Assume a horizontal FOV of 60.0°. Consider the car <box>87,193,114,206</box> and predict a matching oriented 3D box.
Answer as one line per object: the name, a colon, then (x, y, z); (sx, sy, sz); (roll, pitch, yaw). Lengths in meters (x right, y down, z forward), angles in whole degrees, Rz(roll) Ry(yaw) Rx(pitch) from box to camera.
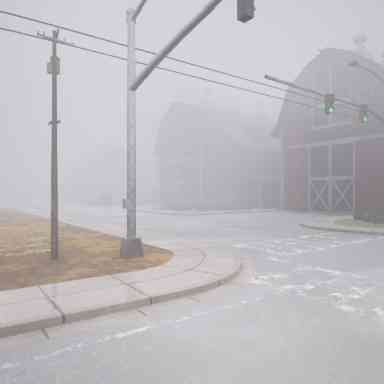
car: (-13.846, 1.118, 50.577); (3.866, 1.878, 1.905); (-2, 5, 11)
